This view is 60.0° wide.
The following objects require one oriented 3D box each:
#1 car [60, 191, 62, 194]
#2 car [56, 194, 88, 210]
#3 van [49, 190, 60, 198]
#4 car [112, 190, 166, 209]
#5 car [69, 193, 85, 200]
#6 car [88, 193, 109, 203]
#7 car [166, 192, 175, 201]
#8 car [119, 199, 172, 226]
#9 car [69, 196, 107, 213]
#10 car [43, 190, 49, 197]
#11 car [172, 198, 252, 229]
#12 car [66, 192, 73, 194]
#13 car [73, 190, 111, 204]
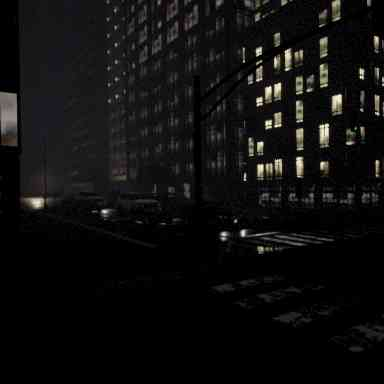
[{"bbox_3d":[-26.086,0.733,70.704,1.967,1.590,4.097,-1,1,-35],"label":"car"},{"bbox_3d":[-13.742,1.289,38.052,2.008,1.369,4.403,-1,1,-35],"label":"car"},{"bbox_3d":[-32.491,0.531,79.989,1.690,1.788,3.998,-1,1,-35],"label":"van"},{"bbox_3d":[-4.860,1.022,29.714,2.150,2.045,5.566,-1,1,-35],"label":"car"},{"bbox_3d":[-22.883,0.889,66.061,1.887,1.381,4.507,-1,1,-35],"label":"car"},{"bbox_3d":[-15.965,0.920,56.809,1.882,1.535,5.008,-1,1,-35],"label":"car"},{"bbox_3d":[-3.665,0.963,38.196,2.192,1.841,5.009,-1,1,-35],"label":"car"},{"bbox_3d":[-2.905,1.455,22.389,2.008,1.369,4.403,-1,1,-35],"label":"car"},{"bbox_3d":[-10.538,1.354,33.408,1.947,1.339,4.313,-1,1,-35],"label":"car"},{"bbox_3d":[-35.695,0.689,84.636,2.008,1.369,4.403,-1,1,-35],"label":"car"},{"bbox_3d":[1.105,1.382,21.071,2.128,1.511,4.902,-1,1,-35],"label":"car"},{"bbox_3d":[-19.344,1.083,56.182,1.895,1.301,4.718,-1,1,-35],"label":"car"},{"bbox_3d":[-12.202,0.905,40.391,2.150,2.045,5.566,-1,1,-35],"label":"car"}]
